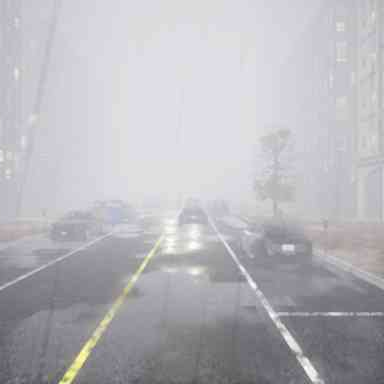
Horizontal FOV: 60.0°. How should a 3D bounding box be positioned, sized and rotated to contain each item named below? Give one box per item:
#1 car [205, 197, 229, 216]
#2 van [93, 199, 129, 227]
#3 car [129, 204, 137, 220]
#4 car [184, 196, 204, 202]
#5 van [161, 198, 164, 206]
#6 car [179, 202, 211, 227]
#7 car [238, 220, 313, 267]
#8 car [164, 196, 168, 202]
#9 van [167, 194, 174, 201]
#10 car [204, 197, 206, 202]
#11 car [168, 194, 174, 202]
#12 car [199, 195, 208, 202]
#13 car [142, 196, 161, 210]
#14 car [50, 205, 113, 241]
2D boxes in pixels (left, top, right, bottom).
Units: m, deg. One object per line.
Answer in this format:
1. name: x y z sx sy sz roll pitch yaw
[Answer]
1. car: 2.669 1.530 34.105 1.967 1.590 4.097 0 0 0
2. van: -5.703 1.403 22.729 1.690 1.788 3.998 0 0 0
3. car: -5.709 1.658 28.421 1.802 1.307 4.206 0 0 0
4. car: 0.067 1.462 42.077 2.097 1.767 4.553 0 0 0
5. van: -5.725 1.471 51.190 1.690 1.788 3.998 0 0 0
6. car: 0.083 1.628 23.670 1.994 1.385 4.181 0 0 0
7. car: 2.685 1.598 11.338 1.947 1.339 4.313 0 0 0
8. car: -5.731 1.708 56.882 1.947 1.339 4.313 0 0 0
9. van: -5.756 1.556 91.034 1.690 1.788 3.998 0 0 0
10. car: 2.659 1.699 45.489 1.802 1.307 4.206 0 0 0
11. car: -5.748 1.717 79.479 1.752 1.417 4.829 0 0 0
12. car: 2.633 1.631 79.640 1.967 1.590 4.097 0 0 0
13. car: -5.721 1.557 45.497 1.967 1.590 4.097 0 0 0
14. car: -5.700 1.592 17.036 1.887 1.381 4.507 0 0 0
